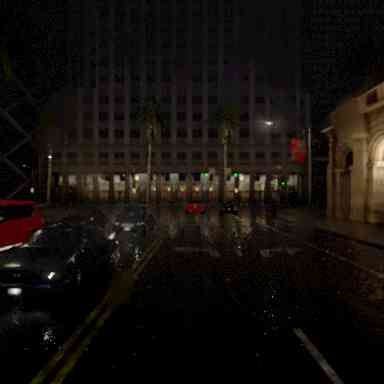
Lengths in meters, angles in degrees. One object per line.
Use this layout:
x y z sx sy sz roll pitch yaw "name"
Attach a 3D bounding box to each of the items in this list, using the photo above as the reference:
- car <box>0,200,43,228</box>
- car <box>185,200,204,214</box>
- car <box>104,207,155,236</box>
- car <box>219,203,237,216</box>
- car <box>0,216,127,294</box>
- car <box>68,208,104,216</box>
-6.976 1.325 10.997 2.150 2.045 5.566 0 -1 1 "car"
0.302 1.724 40.393 2.097 1.767 4.553 0 -1 -3 "car"
-3.334 1.675 19.753 2.128 1.511 4.902 0 -1 1 "car"
4.055 1.894 37.530 2.033 1.411 5.357 0 -1 3 "car"
-3.511 1.636 9.354 2.033 1.411 5.357 0 -1 1 "car"
-6.814 1.747 21.421 2.033 1.411 5.357 0 -1 1 "car"
